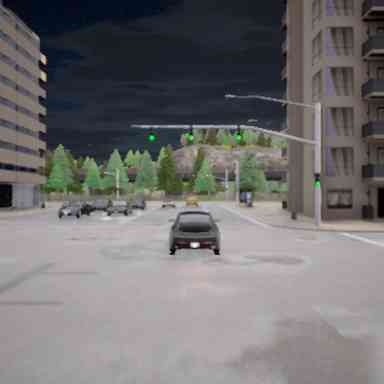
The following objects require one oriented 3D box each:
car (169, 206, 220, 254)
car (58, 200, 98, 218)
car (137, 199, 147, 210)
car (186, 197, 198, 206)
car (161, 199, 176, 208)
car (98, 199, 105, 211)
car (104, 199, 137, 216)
[{"bbox_3d":[0.097,1.534,13.637,1.837,1.490,4.892,0,0,0],"label":"car"},{"bbox_3d":[-10.603,1.557,30.432,2.128,1.511,4.902,0,0,0],"label":"car"},{"bbox_3d":[-7.076,1.657,43.305,1.994,1.385,4.181,0,0,0],"label":"car"},{"bbox_3d":[-0.009,1.596,55.253,1.882,1.535,5.008,0,0,0],"label":"car"},{"bbox_3d":[-3.412,1.706,49.228,1.895,1.301,4.718,0,0,0],"label":"car"},{"bbox_3d":[-10.583,1.590,39.705,1.837,1.490,4.892,0,0,0],"label":"car"},{"bbox_3d":[-7.100,1.597,33.392,1.812,1.442,4.674,0,0,-1],"label":"car"}]
